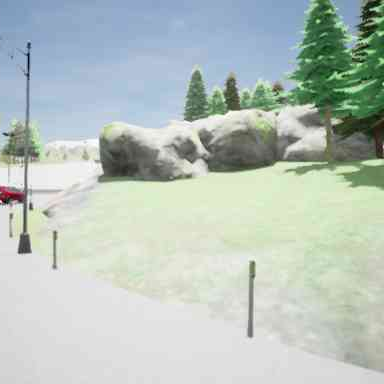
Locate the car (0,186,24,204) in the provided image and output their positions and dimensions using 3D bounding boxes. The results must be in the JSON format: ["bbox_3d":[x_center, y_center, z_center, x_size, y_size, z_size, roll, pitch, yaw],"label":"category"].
[{"bbox_3d":[-21.345,0.305,38.195,2.150,2.045,5.566,1,1,-6],"label":"car"}]
